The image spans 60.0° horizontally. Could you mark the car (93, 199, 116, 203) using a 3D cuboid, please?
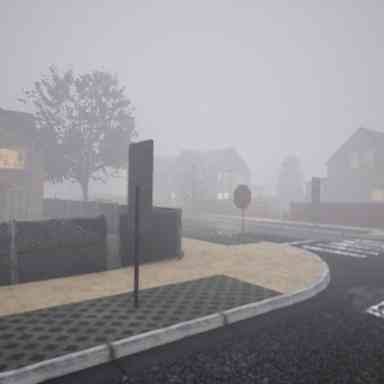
[{"bbox_3d":[-8.168,1.348,31.024,1.812,1.442,4.674,2,-1,-37],"label":"car"}]

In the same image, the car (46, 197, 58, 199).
[{"bbox_3d":[-19.469,1.377,46.367,1.895,1.301,4.718,2,-1,-37],"label":"car"}]
